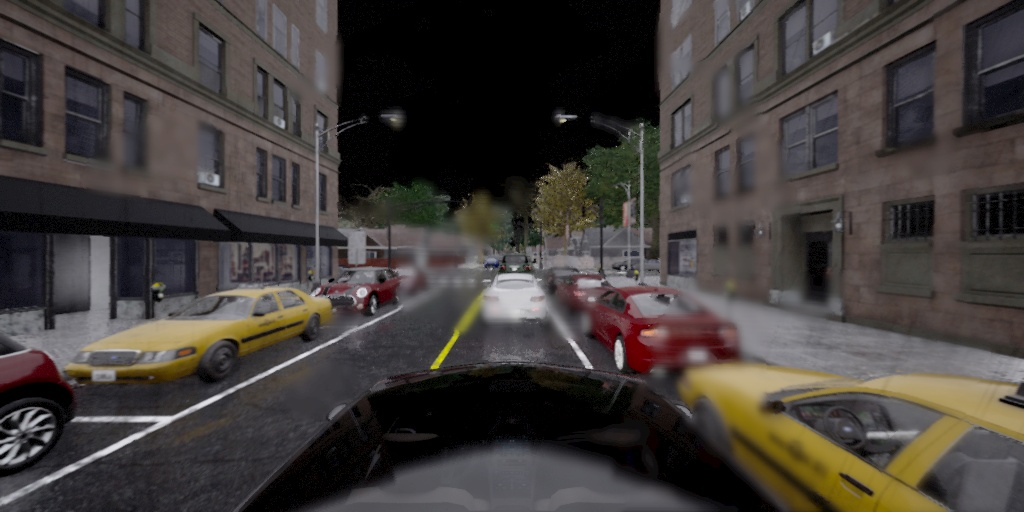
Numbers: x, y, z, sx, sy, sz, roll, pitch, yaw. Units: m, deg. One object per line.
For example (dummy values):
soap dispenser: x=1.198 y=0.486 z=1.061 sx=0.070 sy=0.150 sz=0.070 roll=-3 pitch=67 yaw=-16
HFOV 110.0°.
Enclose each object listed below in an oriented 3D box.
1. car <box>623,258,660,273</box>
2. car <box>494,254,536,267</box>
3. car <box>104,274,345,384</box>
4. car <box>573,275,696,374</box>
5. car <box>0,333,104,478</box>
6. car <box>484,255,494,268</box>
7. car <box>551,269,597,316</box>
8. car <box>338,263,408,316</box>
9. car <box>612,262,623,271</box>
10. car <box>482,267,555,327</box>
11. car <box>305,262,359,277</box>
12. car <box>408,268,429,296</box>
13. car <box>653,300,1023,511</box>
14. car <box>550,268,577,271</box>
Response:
car: x=14.486 y=1.056 z=38.071 sx=4.181 sy=1.385 sz=1.994 roll=0 pitch=0 yaw=0
car: x=0.413 y=0.870 z=24.202 sx=2.150 sy=2.045 sz=5.566 roll=0 pitch=0 yaw=5
car: x=-5.387 y=1.249 z=7.149 sx=1.751 sy=1.417 sz=4.829 roll=0 pitch=0 yaw=0
car: x=2.638 y=1.269 z=7.320 sx=1.888 sy=1.381 sz=4.507 roll=0 pitch=0 yaw=0
car: x=-5.388 y=1.189 z=1.800 sx=1.967 sy=1.591 sz=4.097 roll=0 pitch=0 yaw=0
car: x=-3.071 y=1.012 z=54.146 sx=1.882 sy=1.535 sz=5.008 roll=0 pitch=0 yaw=0
car: x=2.639 y=1.281 z=12.838 sx=1.802 sy=1.307 sz=4.207 roll=0 pitch=0 yaw=0
car: x=-5.386 y=1.139 z=12.838 sx=1.967 sy=1.591 sz=4.097 roll=0 pitch=0 yaw=0
car: x=13.983 y=0.984 z=41.312 sx=4.892 sy=1.490 sz=1.837 roll=0 pitch=0 yaw=1
car: x=0.102 y=1.232 z=11.215 sx=1.812 sy=1.442 sz=4.674 roll=0 pitch=0 yaw=0
car: x=-17.302 y=1.261 z=34.644 sx=4.181 sy=1.385 sz=1.994 roll=0 pitch=0 yaw=0
car: x=-5.385 y=1.256 z=18.357 sx=1.802 sy=1.307 sz=4.207 roll=0 pitch=0 yaw=0
car: x=2.637 y=1.275 z=1.972 sx=1.751 sy=1.417 sz=4.829 roll=0 pitch=0 yaw=0
car: x=2.640 y=1.240 z=18.357 sx=1.948 sy=1.339 sz=4.313 roll=0 pitch=0 yaw=0
